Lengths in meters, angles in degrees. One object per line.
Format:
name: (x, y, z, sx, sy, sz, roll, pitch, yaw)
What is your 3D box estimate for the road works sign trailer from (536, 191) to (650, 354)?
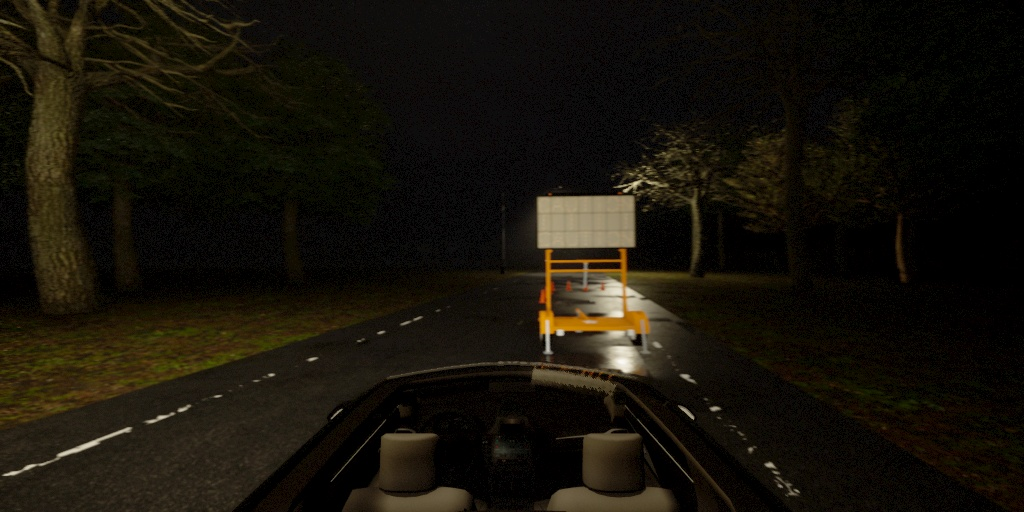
road works sign trailer: (1.812, 0.238, 8.825, 2.380, 3.560, 2.880, 0, 0, 2)
